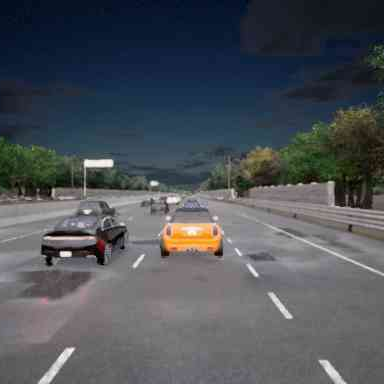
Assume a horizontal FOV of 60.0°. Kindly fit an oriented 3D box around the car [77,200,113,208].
[{"bbox_3d":[-7.001,1.400,24.340,2.097,1.767,4.553,0,0,0],"label":"car"}]

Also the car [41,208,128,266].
[{"bbox_3d":[-3.499,1.514,11.635,2.128,1.511,4.902,0,0,0],"label":"car"}]

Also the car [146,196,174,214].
[{"bbox_3d":[-3.504,1.569,37.122,2.128,1.511,4.902,0,0,0],"label":"car"}]

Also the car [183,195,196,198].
[{"bbox_3d":[-0.005,1.673,56.620,2.033,1.411,5.357,0,0,0],"label":"car"}]

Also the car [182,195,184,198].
[{"bbox_3d":[-3.507,1.721,83.043,1.812,1.442,4.674,0,0,0],"label":"car"}]

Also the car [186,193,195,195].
[{"bbox_3d":[-0.007,1.719,82.176,2.128,1.511,4.902,0,0,0],"label":"car"}]

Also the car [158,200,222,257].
[{"bbox_3d":[0.001,1.378,13.248,2.097,1.767,4.553,0,0,0],"label":"car"}]

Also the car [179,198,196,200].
[{"bbox_3d":[-0.003,1.619,34.532,2.033,1.411,5.357,0,0,0],"label":"car"}]

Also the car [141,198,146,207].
[{"bbox_3d":[-7.004,1.643,53.274,1.812,1.442,4.674,0,0,0],"label":"car"}]

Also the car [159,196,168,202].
[{"bbox_3d":[-7.007,1.694,82.225,1.837,1.490,4.892,0,0,0],"label":"car"}]

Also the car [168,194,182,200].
[{"bbox_3d":[-3.504,1.360,61.813,2.150,2.045,5.566,0,0,0],"label":"car"}]
